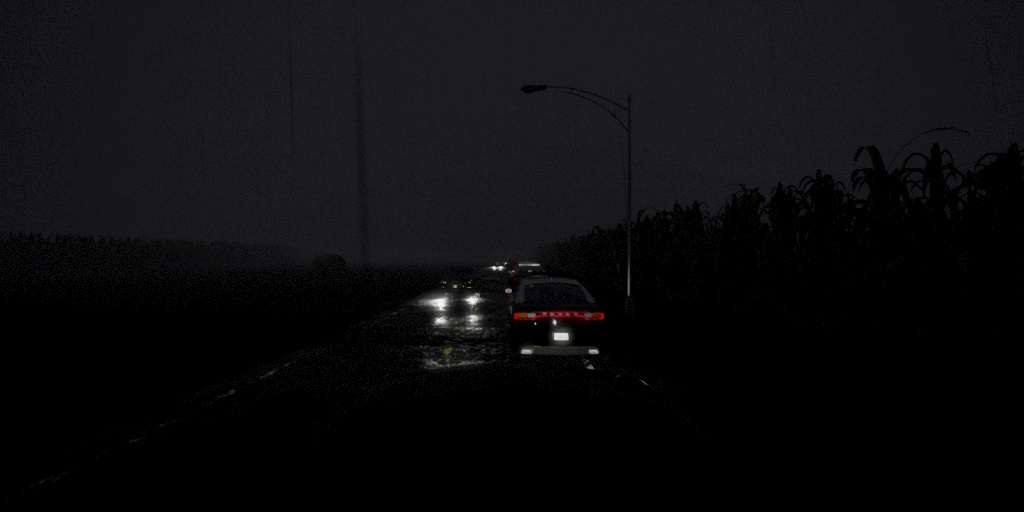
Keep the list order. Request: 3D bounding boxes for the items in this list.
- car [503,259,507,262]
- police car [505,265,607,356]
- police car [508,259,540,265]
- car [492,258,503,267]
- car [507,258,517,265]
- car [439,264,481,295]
[{"bbox_3d":[0.249,1.179,51.232,2.128,1.511,4.902,0,0,1],"label":"car"},{"bbox_3d":[0.854,1.173,8.721,1.930,1.638,5.238,0,0,0],"label":"police car"},{"bbox_3d":[0.892,1.165,18.720,1.930,1.638,5.238,0,0,0],"label":"police car"},{"bbox_3d":[-2.572,1.141,64.292,2.128,1.511,4.902,0,0,1],"label":"car"},{"bbox_3d":[0.914,1.084,24.580,2.097,1.767,4.553,0,0,0],"label":"car"},{"bbox_3d":[-2.777,1.243,19.995,1.837,1.490,4.892,0,0,0],"label":"car"}]
